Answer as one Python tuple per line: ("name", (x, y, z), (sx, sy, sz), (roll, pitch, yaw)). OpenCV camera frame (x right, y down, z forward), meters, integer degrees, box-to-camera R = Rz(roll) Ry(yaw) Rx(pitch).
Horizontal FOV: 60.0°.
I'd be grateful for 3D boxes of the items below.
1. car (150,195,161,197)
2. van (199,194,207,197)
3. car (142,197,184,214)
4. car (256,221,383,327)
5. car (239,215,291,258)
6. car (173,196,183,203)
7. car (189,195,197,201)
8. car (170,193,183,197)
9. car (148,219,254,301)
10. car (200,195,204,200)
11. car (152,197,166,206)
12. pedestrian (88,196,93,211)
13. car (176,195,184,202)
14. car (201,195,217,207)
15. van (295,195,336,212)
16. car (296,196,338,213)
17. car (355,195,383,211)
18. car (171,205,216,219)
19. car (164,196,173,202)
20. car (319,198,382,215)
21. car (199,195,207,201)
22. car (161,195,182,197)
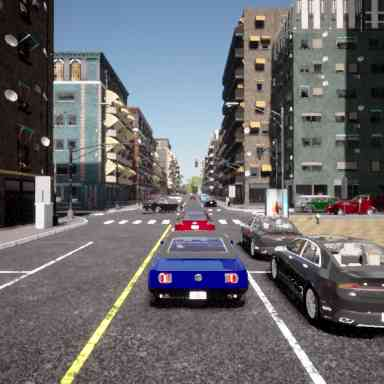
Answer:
("car", (-5.558, 1.334, 50.748), (2.192, 1.841, 5.009), (1, 0, 0))
("van", (2.885, 1.373, 78.545), (1.690, 1.788, 3.998), (1, 0, 0))
("car", (-3.094, 1.554, 36.019), (4.902, 1.511, 2.128), (0, -1, -43))
("car", (2.846, 1.553, 6.925), (2.008, 1.369, 4.403), (1, 0, 0))
("car", (2.859, 1.555, 12.495), (2.008, 1.369, 4.403), (1, 0, 0))
("car", (-2.850, 1.591, 68.615), (1.994, 1.385, 4.181), (0, 0, 0))
("car", (0.208, 1.561, 90.120), (1.812, 1.442, 4.674), (0, 0, 0))
("car", (-2.942, 1.244, 58.673), (2.150, 2.045, 5.566), (0, 0, 1))
("car", (0.119, 1.603, 8.311), (1.895, 1.301, 4.718), (0, 0, 0))
("car", (2.831, 1.603, 56.259), (1.802, 1.307, 4.206), (1, 0, 0))
("car", (-5.549, 1.566, 56.319), (1.887, 1.381, 4.507), (1, 0, 0))
("pedestrian", (-12.435, 1.347, 40.688), (0.375, 1.860, 0.375), (0, 0, 1))
("car", (-2.817, 1.532, 79.024), (1.837, 1.490, 4.892), (0, 0, 0))
("car", (2.818, 1.585, 50.688), (1.947, 1.339, 4.313), (1, 0, 0))
("van", (13.850, 1.296, 37.483), (3.998, 1.788, 1.690), (0, 0, 1))
("car", (13.415, 1.272, 34.904), (4.553, 1.767, 2.097), (0, -1, 1))
("car", (19.377, 1.228, 37.431), (5.009, 1.841, 2.192), (0, 0, 1))
("car", (0.135, 1.569, 17.174), (1.994, 1.385, 4.181), (0, 0, 0))
("car", (-5.497, 1.597, 78.603), (1.947, 1.339, 4.313), (1, 0, 0))
("car", (13.770, 1.413, 29.101), (4.206, 1.307, 1.802), (0, 0, 1))
("car", (2.909, 1.581, 89.686), (1.887, 1.381, 4.507), (1, 0, 0))
("car", (-2.990, 1.565, 48.672), (2.033, 1.411, 5.357), (0, 0, 1))
